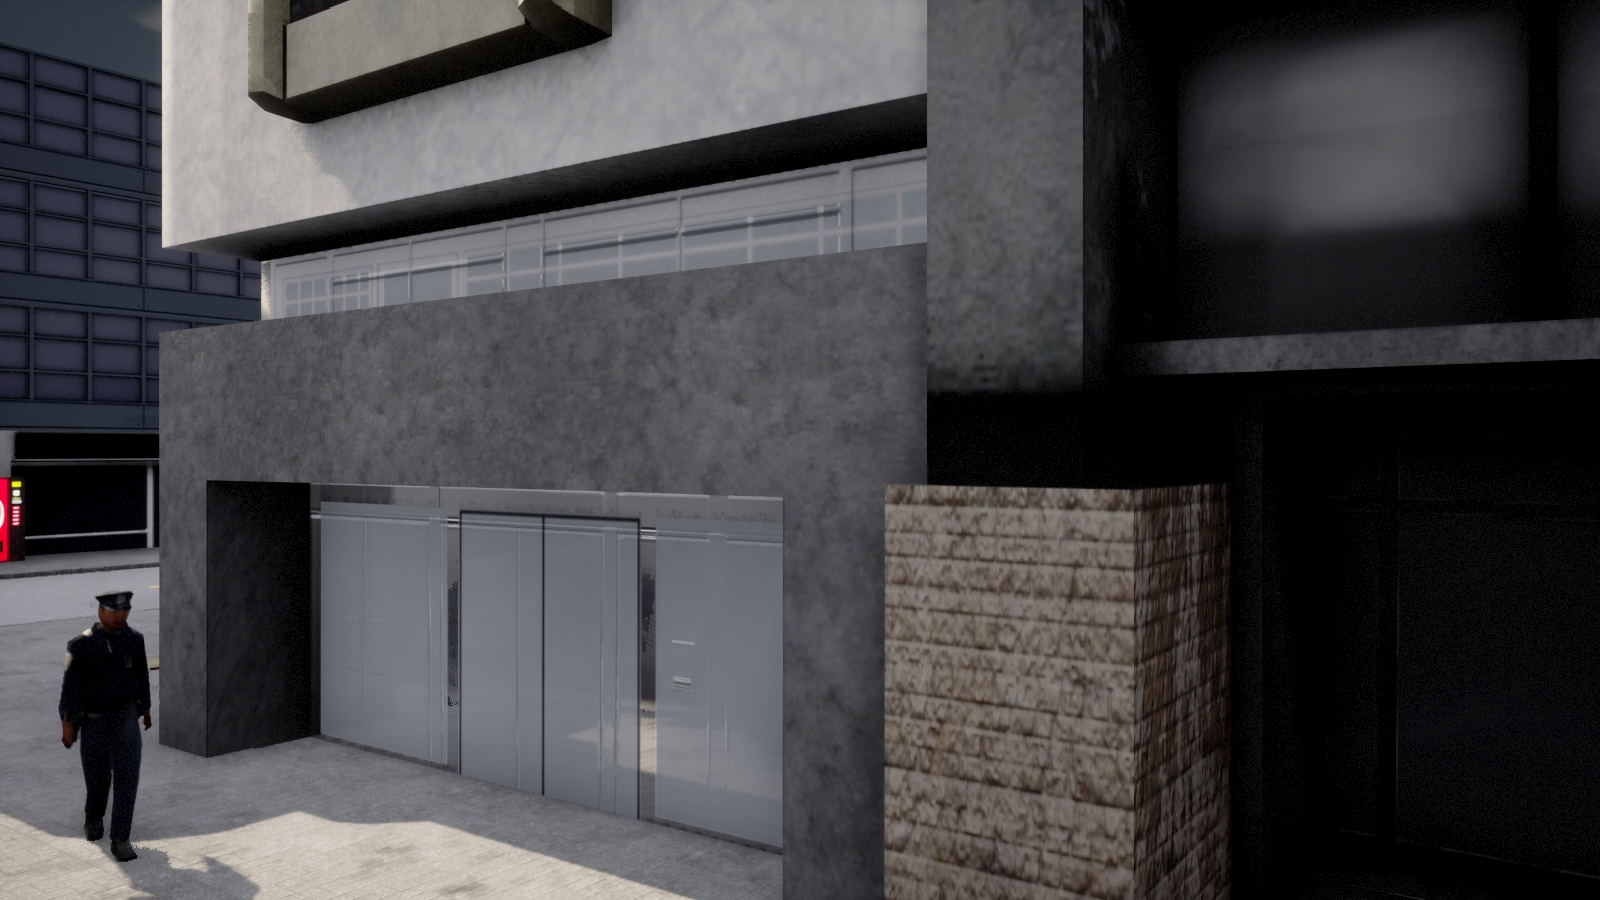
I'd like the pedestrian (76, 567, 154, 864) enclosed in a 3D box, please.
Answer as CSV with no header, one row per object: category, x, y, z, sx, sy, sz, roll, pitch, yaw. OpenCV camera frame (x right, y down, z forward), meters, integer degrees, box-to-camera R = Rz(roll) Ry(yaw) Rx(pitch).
pedestrian,-4.583,1.743,7.642,0.375,1.860,0.375,0,0,-43
